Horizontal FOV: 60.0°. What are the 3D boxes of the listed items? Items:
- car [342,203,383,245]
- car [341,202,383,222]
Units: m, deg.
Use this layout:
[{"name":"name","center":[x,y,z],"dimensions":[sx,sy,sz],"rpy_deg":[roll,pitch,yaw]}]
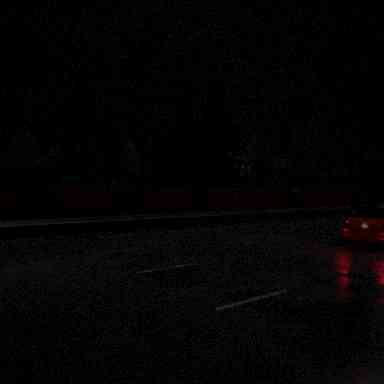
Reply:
[{"name":"car","center":[8.496,1.352,14.245],"dimensions":[4.553,1.767,2.097],"rpy_deg":[0,0,-35]},{"name":"car","center":[14.144,1.564,26.991],"dimensions":[4.181,1.385,1.994],"rpy_deg":[0,0,-36]}]
